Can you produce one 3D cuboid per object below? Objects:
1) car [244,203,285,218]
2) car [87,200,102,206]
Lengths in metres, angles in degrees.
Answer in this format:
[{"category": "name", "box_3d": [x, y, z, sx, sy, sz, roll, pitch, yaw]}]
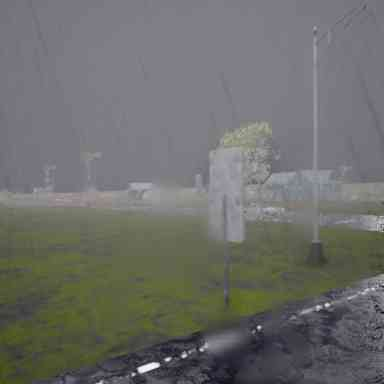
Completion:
[{"category": "car", "box_3d": [6.938, 1.815, 33.179, 1.895, 1.301, 4.718, -2, 0, -36]}, {"category": "car", "box_3d": [-21.319, 2.354, 72.604, 1.895, 1.301, 4.718, -2, 0, -36]}]
